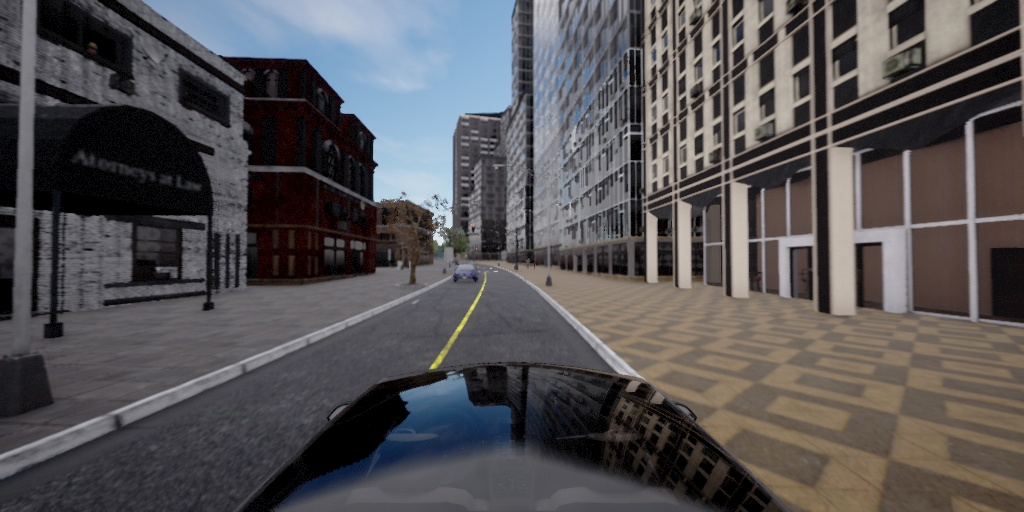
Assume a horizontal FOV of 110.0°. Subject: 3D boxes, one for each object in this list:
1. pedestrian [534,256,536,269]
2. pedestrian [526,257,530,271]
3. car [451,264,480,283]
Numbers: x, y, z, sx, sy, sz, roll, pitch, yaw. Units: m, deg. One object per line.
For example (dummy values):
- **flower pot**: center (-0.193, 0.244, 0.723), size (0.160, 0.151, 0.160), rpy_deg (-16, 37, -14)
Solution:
- **pedestrian**: center (3.116, 0.938, 49.659), size (0.375, 1.860, 0.375), rpy_deg (1, -1, -5)
- **pedestrian**: center (2.178, 1.037, 48.965), size (0.375, 1.860, 0.375), rpy_deg (1, -1, -5)
- **car**: center (-3.714, 1.359, 29.371), size (1.812, 1.442, 4.674), rpy_deg (0, 0, -3)
